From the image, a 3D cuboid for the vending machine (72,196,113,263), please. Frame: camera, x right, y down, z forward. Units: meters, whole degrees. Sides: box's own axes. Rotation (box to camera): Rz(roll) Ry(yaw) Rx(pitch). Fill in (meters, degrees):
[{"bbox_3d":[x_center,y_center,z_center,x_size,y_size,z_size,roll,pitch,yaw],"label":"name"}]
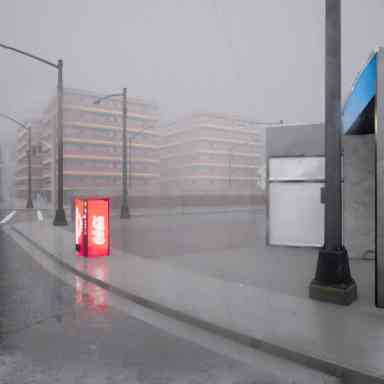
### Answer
[{"bbox_3d":[-3.361,1.195,11.256,1.100,2.100,0.880,0,0,-36],"label":"vending machine"}]
